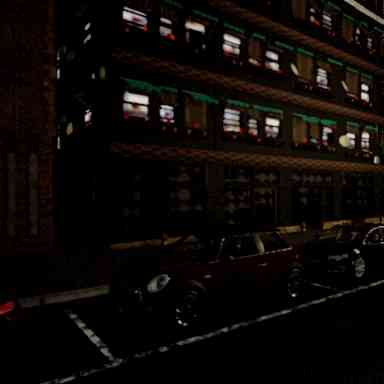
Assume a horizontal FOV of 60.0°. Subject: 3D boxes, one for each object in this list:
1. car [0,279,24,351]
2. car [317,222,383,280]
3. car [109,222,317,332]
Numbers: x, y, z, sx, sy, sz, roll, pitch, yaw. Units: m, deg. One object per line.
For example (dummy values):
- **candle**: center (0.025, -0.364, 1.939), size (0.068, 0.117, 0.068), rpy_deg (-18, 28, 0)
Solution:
- **car**: center (-4.159, 1.571, 3.567), size (4.206, 1.307, 1.802), rpy_deg (1, -1, -35)
- **car**: center (4.969, 1.628, 10.064), size (4.403, 1.369, 2.008), rpy_deg (1, -1, -35)
- **car**: center (0.405, 1.473, 6.817), size (4.097, 1.590, 1.967), rpy_deg (1, -1, -35)
